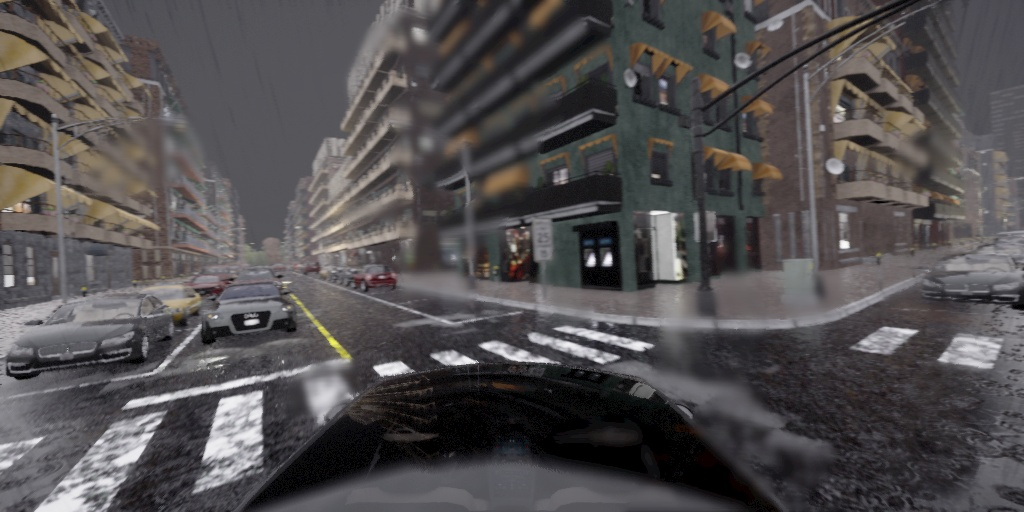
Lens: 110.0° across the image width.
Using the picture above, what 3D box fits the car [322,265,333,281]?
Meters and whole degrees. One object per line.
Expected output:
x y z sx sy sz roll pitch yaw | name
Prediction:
-14.813 1.528 31.125 2.007 1.370 4.403 0 0 -35 | car

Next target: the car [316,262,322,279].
-18.083 1.588 35.839 1.751 1.417 4.829 0 0 -35 | car

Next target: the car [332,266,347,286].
-11.640 1.443 26.551 2.007 1.370 4.403 0 0 -35 | car

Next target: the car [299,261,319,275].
-27.507 1.635 49.422 2.192 1.841 5.009 0 0 -35 | car

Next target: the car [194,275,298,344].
-7.565 1.480 10.469 1.994 1.385 4.181 -3 1 -35 | car

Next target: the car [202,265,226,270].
-21.709 1.667 26.375 2.192 1.841 5.009 0 0 -35 | car

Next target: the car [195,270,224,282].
-18.535 1.813 21.801 1.888 1.381 4.507 0 0 -35 | car

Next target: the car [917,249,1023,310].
13.064 0.585 10.092 4.403 1.370 2.007 0 0 -34 | car

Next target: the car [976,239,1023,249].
22.206 0.086 16.308 4.403 1.370 2.007 0 0 -34 | car

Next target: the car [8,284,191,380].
-9.014 1.565 8.078 2.007 1.370 4.403 0 0 -35 | car

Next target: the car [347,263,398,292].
-8.467 1.247 21.977 1.967 1.591 4.097 0 0 -35 | car

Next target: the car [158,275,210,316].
-12.091 1.624 12.513 1.751 1.417 4.829 0 0 -35 | car

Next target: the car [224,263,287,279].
-13.022 1.413 18.327 2.097 1.767 4.553 -3 1 -35 | car

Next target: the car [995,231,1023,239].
31.348 -0.520 22.522 4.097 1.591 1.967 0 0 -34 | car
